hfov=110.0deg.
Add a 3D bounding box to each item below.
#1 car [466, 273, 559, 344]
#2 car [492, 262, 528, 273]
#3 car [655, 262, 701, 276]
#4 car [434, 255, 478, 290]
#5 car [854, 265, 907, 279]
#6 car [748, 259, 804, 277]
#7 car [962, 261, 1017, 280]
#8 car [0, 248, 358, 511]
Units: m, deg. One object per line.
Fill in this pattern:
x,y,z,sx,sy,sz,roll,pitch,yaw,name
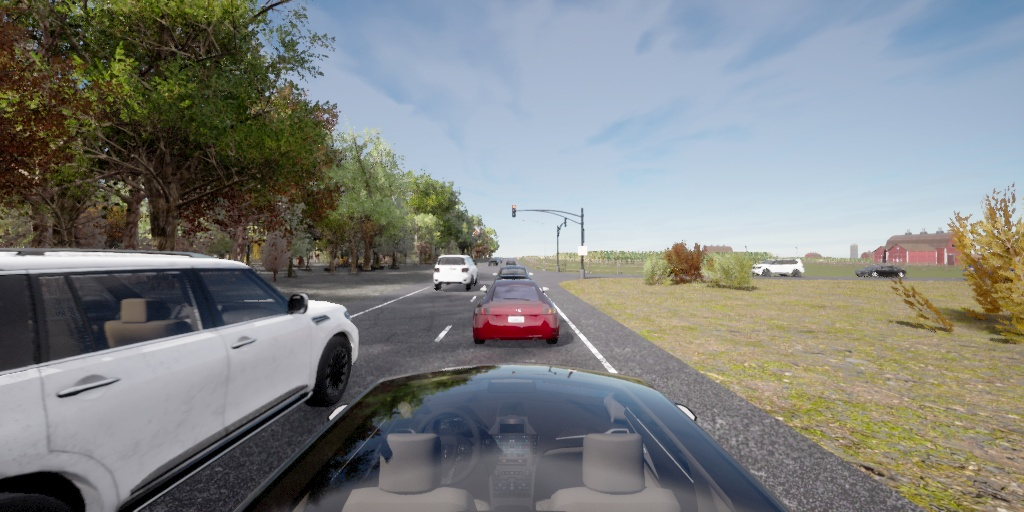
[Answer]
0.077,1.316,9.605,1.994,1.385,4.181,0,0,0,car
0.053,1.259,18.517,1.837,1.490,4.892,0,0,0,car
18.895,1.492,40.980,5.008,1.535,1.882,1,-1,0,car
-3.465,0.975,22.814,2.150,2.045,5.566,0,0,0,car
41.972,1.773,40.929,4.892,1.490,1.837,1,-1,0,car
30.084,1.359,40.967,5.566,2.045,2.150,1,-1,0,car
50.596,1.522,37.326,5.566,2.045,2.150,1,-1,1,car
-3.405,0.972,3.060,2.150,2.045,5.566,0,0,0,car
